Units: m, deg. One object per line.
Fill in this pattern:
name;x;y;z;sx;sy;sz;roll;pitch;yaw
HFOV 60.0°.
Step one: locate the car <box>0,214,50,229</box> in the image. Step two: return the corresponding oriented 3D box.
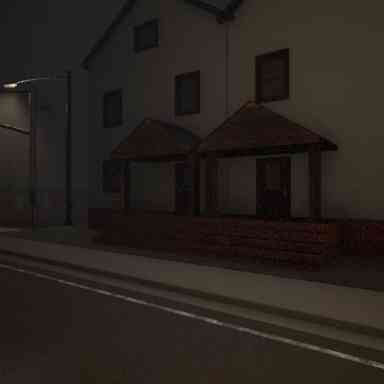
car;-15.378;2.646;29.873;1.895;1.301;4.718;0;-9;36
